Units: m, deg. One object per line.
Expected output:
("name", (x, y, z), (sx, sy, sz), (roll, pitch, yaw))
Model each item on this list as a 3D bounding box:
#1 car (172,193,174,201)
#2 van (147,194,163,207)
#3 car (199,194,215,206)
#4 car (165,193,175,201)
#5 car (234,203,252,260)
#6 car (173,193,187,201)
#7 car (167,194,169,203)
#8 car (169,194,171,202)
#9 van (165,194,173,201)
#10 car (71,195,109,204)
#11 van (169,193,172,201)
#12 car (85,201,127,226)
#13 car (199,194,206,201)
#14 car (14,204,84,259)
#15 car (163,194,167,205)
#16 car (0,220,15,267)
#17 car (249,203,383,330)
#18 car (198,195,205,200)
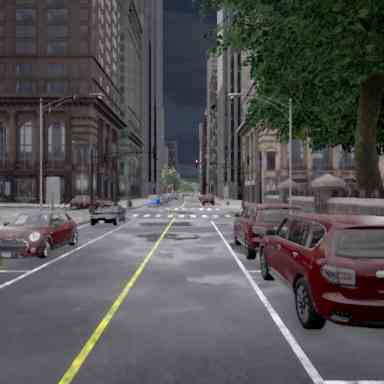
("car", (-5.762, 1.527, 77.248), (1.887, 1.381, 4.507), (0, 0, 0))
("van", (-5.761, 1.312, 50.042), (1.690, 1.788, 3.998), (0, 0, 0))
("car", (2.764, 1.287, 55.492), (2.192, 1.841, 5.009), (0, 0, 0))
("car", (-5.762, 1.303, 88.131), (2.192, 1.841, 5.009), (0, 0, 0))
("car", (2.765, 1.308, 12.347), (2.192, 1.841, 5.009), (0, 0, 0))
("car", (-3.000, 1.435, 82.733), (2.128, 1.511, 4.902), (0, 0, 0))
("car", (-5.762, 1.518, 60.924), (1.887, 1.381, 4.507), (0, 0, 0))
("car", (-5.762, 1.542, 66.365), (1.947, 1.339, 4.313), (0, 0, 0))
("van", (-5.762, 1.326, 82.689), (1.690, 1.788, 3.998), (0, 0, 0))
("car", (-10.494, 1.120, 35.438), (4.553, 1.767, 2.097), (1, 0, 0))
("van", (-5.762, 1.320, 71.807), (1.690, 1.788, 3.998), (0, 0, 0))
("car", (-5.761, 1.548, 23.384), (1.947, 1.339, 4.313), (0, 0, 0))
("car", (2.764, 1.429, 88.136), (1.967, 1.590, 4.097), (0, 0, 0))
("car", (-5.761, 1.433, 12.337), (1.967, 1.590, 4.097), (0, 0, 0))
("car", (-5.761, 1.412, 55.483), (1.967, 1.590, 4.097), (0, 0, 0))
("car", (-5.761, 1.521, 6.642), (1.752, 1.417, 4.829), (0, 0, 0))
("car", (2.765, 1.311, 6.823), (2.192, 1.841, 5.009), (0, 0, 0))
("car", (2.764, 1.574, 93.577), (1.802, 1.307, 4.206), (0, 0, 0))
